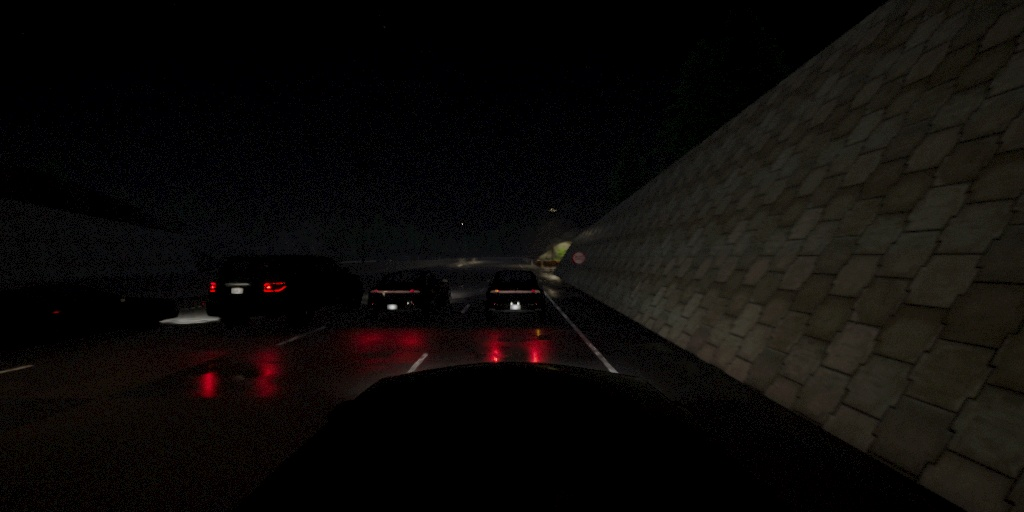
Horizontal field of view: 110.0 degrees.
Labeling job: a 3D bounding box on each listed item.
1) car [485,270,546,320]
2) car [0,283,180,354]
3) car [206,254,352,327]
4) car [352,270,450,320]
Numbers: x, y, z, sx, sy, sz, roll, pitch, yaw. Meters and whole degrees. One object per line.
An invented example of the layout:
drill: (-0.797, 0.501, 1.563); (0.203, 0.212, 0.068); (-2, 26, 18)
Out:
car: (0.101, 1.234, 12.598); (2.128, 1.511, 4.902); (0, 0, 0)
car: (-10.402, 1.293, 7.720); (2.033, 1.411, 5.357); (0, 0, 0)
car: (-6.897, 0.965, 11.691); (2.150, 2.045, 5.566); (0, 0, 0)
car: (-3.399, 1.234, 12.614); (2.128, 1.511, 4.902); (0, 0, 0)
